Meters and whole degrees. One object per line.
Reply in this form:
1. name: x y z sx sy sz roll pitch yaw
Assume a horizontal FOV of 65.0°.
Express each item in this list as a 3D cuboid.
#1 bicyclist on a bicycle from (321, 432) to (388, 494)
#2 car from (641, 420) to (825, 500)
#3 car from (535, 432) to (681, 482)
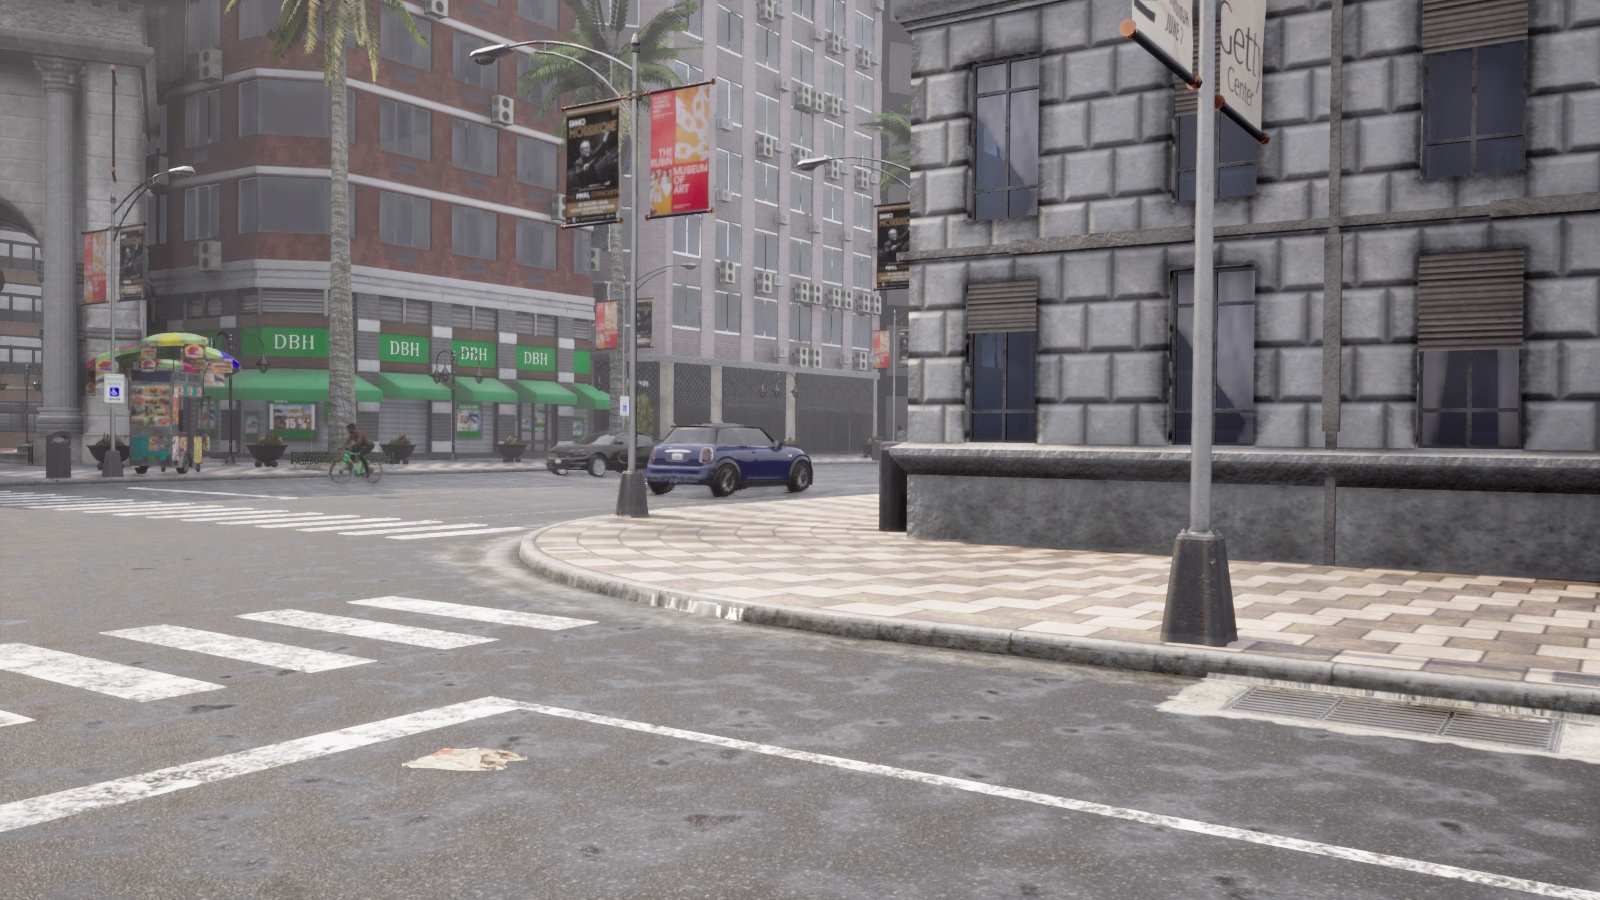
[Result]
1. bicyclist on a bicycle: -11.933 0.332 33.682 0.582 1.620 1.656 0 1 34
2. car: -1.522 0.190 30.334 2.097 1.767 4.553 0 1 34
3. car: -6.322 0.193 41.966 1.882 1.535 5.008 0 1 34
